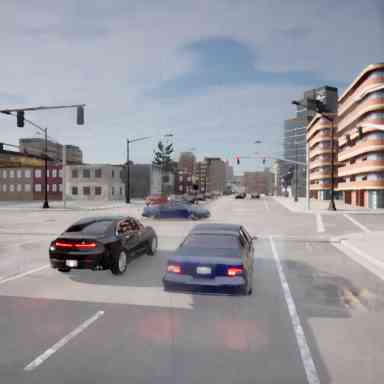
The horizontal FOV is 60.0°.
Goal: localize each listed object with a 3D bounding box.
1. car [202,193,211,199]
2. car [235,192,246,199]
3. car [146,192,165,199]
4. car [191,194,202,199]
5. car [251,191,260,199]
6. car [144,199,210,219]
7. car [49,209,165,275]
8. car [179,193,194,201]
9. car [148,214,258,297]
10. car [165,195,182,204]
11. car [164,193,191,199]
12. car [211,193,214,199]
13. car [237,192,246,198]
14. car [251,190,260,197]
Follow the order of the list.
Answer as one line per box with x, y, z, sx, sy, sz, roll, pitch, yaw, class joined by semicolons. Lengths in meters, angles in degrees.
1.763;1.116;65.907;2.033;1.411;5.357;0;1;12;car
11.006;0.949;76.488;1.895;1.301;4.718;0;1;11;car
-5.157;1.078;49.222;2.150;2.045;5.566;0;1;11;car
-0.190;1.233;56.257;2.128;1.511;4.902;0;1;11;car
14.338;0.877;75.302;2.128;1.511;4.902;0;1;11;car
-1.242;1.521;26.289;5.357;1.411;2.033;0;0;10;car
-2.510;1.504;10.562;1.837;1.490;4.892;0;0;11;car
-1.135;1.070;69.154;2.033;1.411;5.357;0;1;11;car
0.707;1.547;8.818;2.033;1.411;5.357;0;0;11;car
-3.255;1.235;58.780;1.812;1.442;4.674;0;1;12;car
-1.949;1.220;47.347;2.097;1.767;4.553;0;1;11;car
3.804;0.859;76.148;1.882;1.535;5.008;0;1;11;car
12.937;0.749;86.337;1.994;1.385;4.181;0;1;11;car
16.341;0.460;85.506;2.097;1.767;4.553;0;1;11;car
